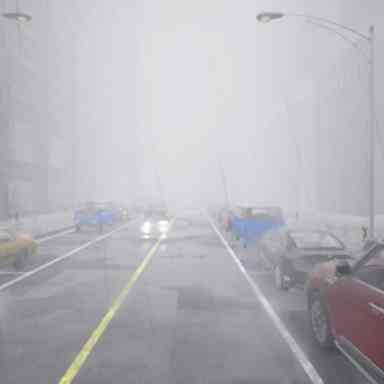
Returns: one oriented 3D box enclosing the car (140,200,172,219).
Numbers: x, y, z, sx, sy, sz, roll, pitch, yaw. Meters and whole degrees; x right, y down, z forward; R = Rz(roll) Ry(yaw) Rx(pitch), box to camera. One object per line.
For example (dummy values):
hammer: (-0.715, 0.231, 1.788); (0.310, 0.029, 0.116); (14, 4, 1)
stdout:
car: (-3.137, 1.646, 30.036); (1.895, 1.301, 4.718); (0, 0, 0)

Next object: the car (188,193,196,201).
car: (-0.116, 1.250, 91.199); (2.150, 2.045, 5.566); (0, 0, 0)

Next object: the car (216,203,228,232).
car: (2.737, 1.574, 20.019); (1.887, 1.381, 4.507); (0, 0, 0)

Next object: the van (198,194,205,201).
van: (2.643, 1.521, 93.058); (1.690, 1.788, 3.998); (0, 0, 0)

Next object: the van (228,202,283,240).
van: (2.744, 1.363, 14.401); (1.690, 1.788, 3.998); (0, 0, 0)

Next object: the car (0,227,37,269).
car: (-5.774, 1.539, 8.589); (1.752, 1.417, 4.829); (0, 0, 0)

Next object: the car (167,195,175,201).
car: (-5.881, 1.705, 92.871); (1.752, 1.417, 4.829); (0, 0, 0)

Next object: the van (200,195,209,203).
van: (2.672, 1.467, 70.585); (1.690, 1.788, 3.998); (0, 0, 0)

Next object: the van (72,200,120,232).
van: (-5.788, 1.371, 19.998); (1.690, 1.788, 3.998); (0, 0, 0)

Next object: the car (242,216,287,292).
car: (2.751, 1.564, 8.783); (2.008, 1.369, 4.403); (0, 0, 0)

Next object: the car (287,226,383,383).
car: (2.758, 1.320, 3.164); (2.192, 1.841, 5.009); (0, 0, 0)

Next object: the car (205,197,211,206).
car: (2.715, 1.582, 37.045); (1.752, 1.417, 4.829); (0, 0, 0)

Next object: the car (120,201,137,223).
car: (-5.795, 1.590, 25.616); (2.008, 1.369, 4.403); (0, 0, 0)

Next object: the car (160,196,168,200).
car: (-5.839, 1.667, 59.328); (1.947, 1.339, 4.313); (0, 0, 0)

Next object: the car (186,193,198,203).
car: (-0.088, 1.498, 69.647); (1.812, 1.442, 4.674); (0, 0, 0)

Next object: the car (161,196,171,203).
car: (-5.860, 1.705, 76.185); (1.947, 1.339, 4.313); (0, 0, 0)

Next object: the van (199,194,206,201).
van: (2.650, 1.507, 87.440); (1.690, 1.788, 3.998); (0, 0, 0)

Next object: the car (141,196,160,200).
car: (-5.817, 1.382, 42.472); (2.192, 1.841, 5.009); (0, 0, 0)

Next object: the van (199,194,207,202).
van: (2.658, 1.493, 81.821); (1.690, 1.788, 3.998); (0, 0, 0)

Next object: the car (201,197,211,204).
car: (2.679, 1.658, 64.966); (1.887, 1.381, 4.507); (0, 0, 0)

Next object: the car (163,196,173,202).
car: (-5.867, 1.718, 81.803); (1.947, 1.339, 4.313); (0, 0, 0)

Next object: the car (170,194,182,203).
car: (-3.092, 1.647, 72.476); (2.033, 1.411, 5.357); (0, 0, 0)

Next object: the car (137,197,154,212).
car: (-5.810, 1.608, 36.853); (2.008, 1.369, 4.403); (0, 0, 0)

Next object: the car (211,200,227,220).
car: (2.730, 1.583, 25.638); (1.887, 1.381, 4.507); (0, 0, 0)

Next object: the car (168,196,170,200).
car: (-5.846, 1.639, 64.777); (1.752, 1.417, 4.829); (0, 0, 0)

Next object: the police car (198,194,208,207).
police car: (2.300, 1.511, 52.274); (1.930, 1.638, 5.238); (0, 0, 0)

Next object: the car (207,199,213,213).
car: (2.723, 1.598, 31.250); (2.008, 1.369, 4.403); (0, 0, 0)
